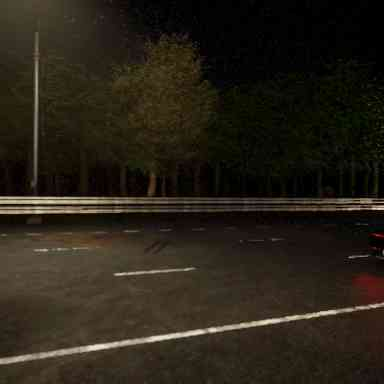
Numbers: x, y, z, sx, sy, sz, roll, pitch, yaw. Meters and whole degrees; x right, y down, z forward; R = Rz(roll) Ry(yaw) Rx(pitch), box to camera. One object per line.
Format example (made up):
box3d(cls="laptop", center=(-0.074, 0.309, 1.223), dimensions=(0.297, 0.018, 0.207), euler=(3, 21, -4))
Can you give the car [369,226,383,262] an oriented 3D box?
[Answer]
box3d(cls="car", center=(7.447, 1.408, 9.615), dimensions=(4.892, 1.490, 1.837), euler=(1, 2, -21))
